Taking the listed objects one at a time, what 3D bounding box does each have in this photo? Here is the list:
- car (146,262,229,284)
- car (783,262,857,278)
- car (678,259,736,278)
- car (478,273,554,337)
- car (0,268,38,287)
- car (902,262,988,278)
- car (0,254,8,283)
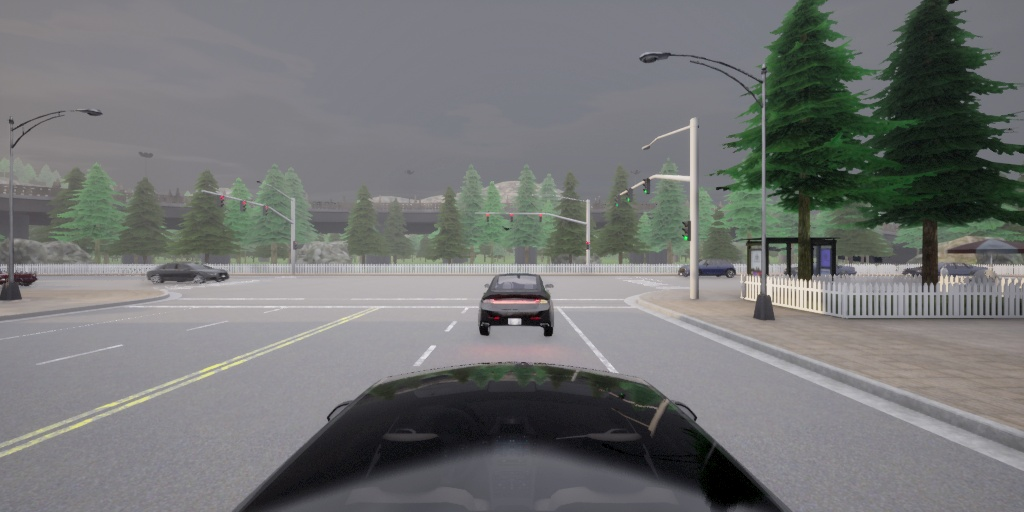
[{"bbox_3d":[-22.814,1.201,25.329,4.892,1.490,1.837,-1,0,0],"label":"car"},{"bbox_3d":[27.671,1.242,32.274,5.357,1.411,2.033,0,0,1],"label":"car"},{"bbox_3d":[17.514,1.046,32.366,4.553,1.767,2.097,0,0,0],"label":"car"},{"bbox_3d":[0.180,1.242,10.372,2.128,1.511,4.902,0,0,3],"label":"car"},{"bbox_3d":[-32.210,1.295,21.809,4.718,1.301,1.895,0,0,-1],"label":"car"},{"bbox_3d":[38.061,1.242,31.528,5.357,1.411,2.033,0,0,10],"label":"car"},{"bbox_3d":[-39.774,0.917,25.111,5.566,2.045,2.150,0,0,-4],"label":"car"}]
